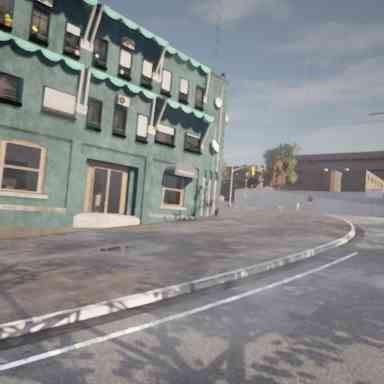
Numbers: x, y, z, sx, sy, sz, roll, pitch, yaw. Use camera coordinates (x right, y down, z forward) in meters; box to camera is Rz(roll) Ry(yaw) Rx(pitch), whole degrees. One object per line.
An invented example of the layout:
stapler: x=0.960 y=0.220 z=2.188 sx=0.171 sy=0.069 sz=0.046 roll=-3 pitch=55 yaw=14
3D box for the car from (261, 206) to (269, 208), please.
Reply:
car: x=13.125 y=3.355 z=59.756 sx=2.002 sy=1.452 sz=4.674 roll=1 pitch=-6 yaw=19

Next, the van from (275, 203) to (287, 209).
van: x=15.435 y=3.045 z=57.807 sx=1.878 sy=1.987 sz=4.442 roll=2 pitch=-5 yaw=19
